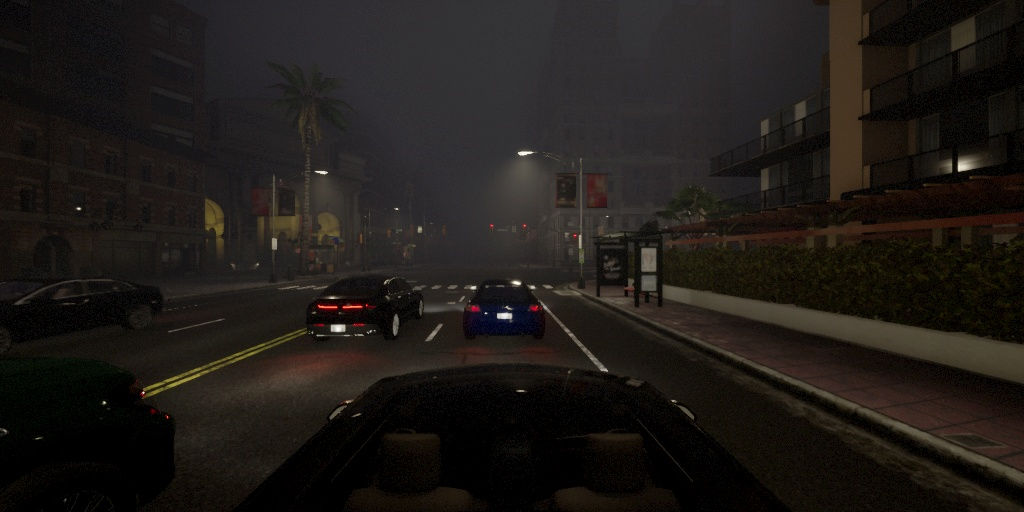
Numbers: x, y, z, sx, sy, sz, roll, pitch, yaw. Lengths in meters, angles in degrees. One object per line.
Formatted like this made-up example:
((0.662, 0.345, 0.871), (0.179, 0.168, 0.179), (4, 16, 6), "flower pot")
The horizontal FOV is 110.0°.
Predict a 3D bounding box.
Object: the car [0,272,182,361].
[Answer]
((-10.824, 1.241, 8.209), (2.128, 1.511, 4.902), (0, 0, -2), "car")

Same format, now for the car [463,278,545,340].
((-0.236, 1.314, 10.035), (1.994, 1.385, 4.181), (0, 0, -2), "car")

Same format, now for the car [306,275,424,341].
((-3.725, 1.255, 9.879), (1.837, 1.490, 4.892), (0, 0, -3), "car")
